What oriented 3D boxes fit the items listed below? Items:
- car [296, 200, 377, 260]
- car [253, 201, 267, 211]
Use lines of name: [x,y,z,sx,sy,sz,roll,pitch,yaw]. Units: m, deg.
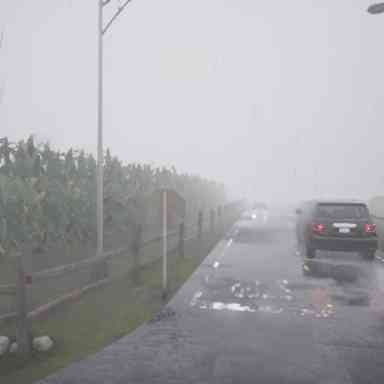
car: [5.404,1.309,13.005,2.150,2.045,5.566,0,0,13]
car: [9.394,1.848,45.938,1.895,1.301,4.718,0,0,12]
